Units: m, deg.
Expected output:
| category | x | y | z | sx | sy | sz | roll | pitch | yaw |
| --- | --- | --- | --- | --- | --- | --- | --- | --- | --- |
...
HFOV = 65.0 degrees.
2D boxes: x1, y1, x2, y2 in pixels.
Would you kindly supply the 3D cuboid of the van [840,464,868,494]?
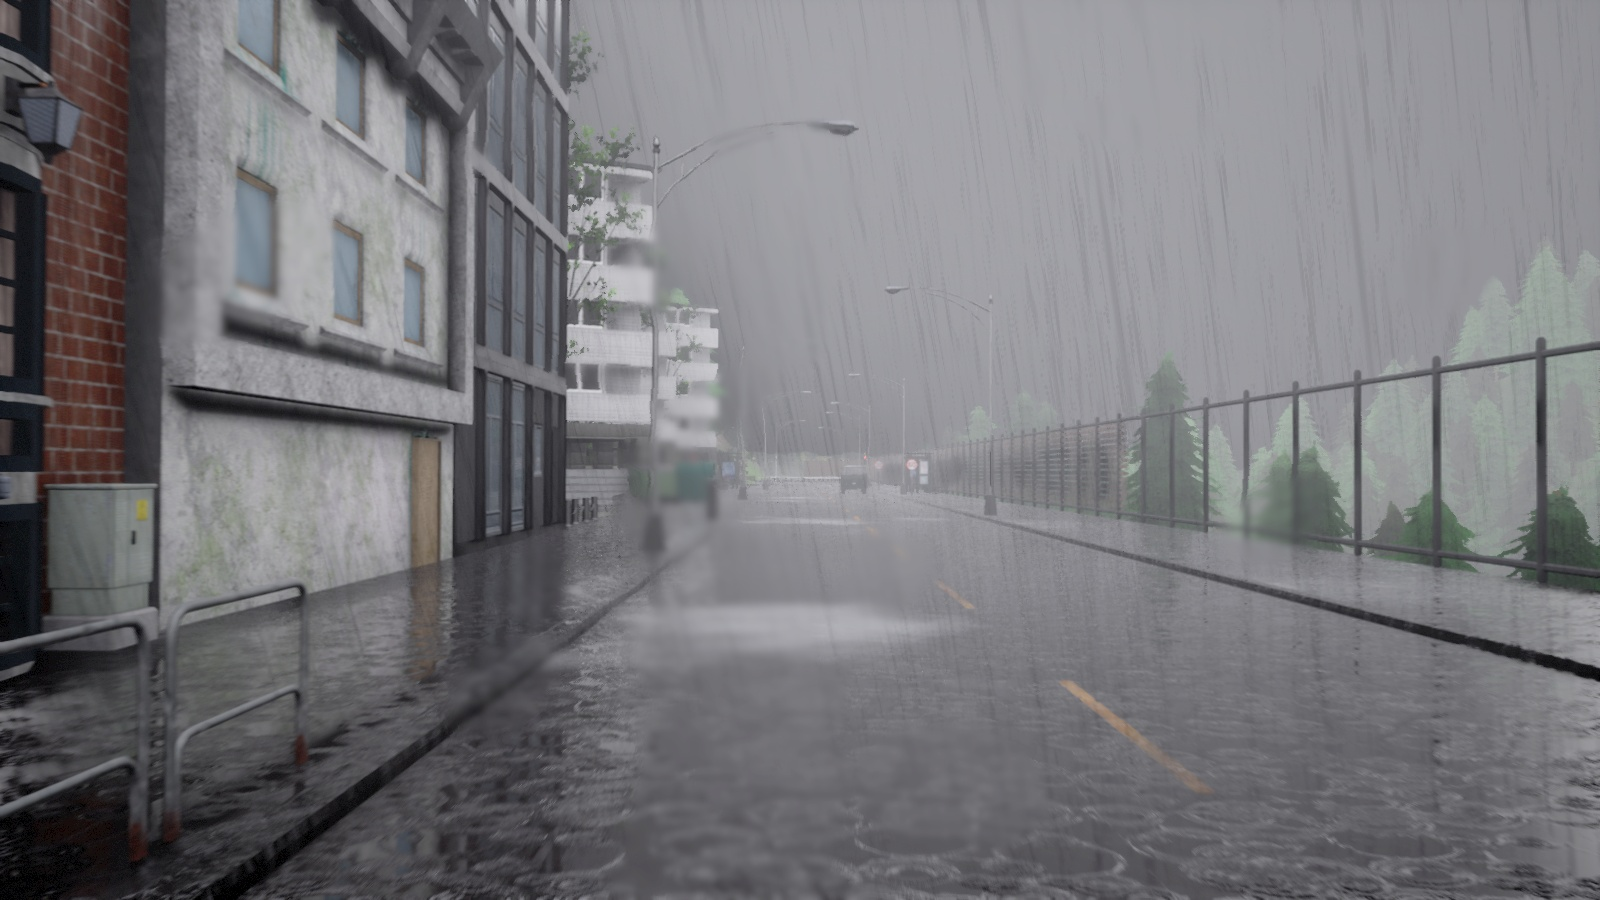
| category | x | y | z | sx | sy | sz | roll | pitch | yaw |
| --- | --- | --- | --- | --- | --- | --- | --- | --- | --- |
| van | 3.773 | 2.023 | 87.845 | 1.775 | 1.987 | 4.442 | 0 | -1 | 0 |
